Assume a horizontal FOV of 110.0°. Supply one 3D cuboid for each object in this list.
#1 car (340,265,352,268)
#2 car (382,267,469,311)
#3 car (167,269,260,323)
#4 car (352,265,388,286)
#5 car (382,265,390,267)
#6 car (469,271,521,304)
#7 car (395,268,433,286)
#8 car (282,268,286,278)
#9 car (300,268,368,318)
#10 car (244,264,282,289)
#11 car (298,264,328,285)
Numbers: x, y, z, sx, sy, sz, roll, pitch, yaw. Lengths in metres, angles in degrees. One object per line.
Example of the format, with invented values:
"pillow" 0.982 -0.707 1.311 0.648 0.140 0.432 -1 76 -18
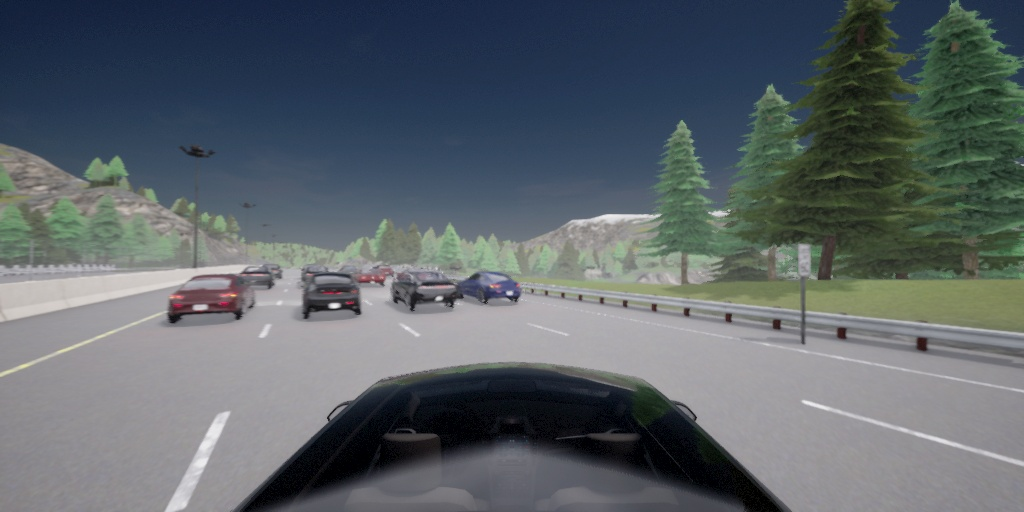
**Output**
"car" -17.656 1.705 38.908 1.994 1.385 4.181 1 -1 -30
"car" -3.921 1.405 15.495 2.128 1.511 4.902 1 -1 -30
"car" -10.297 1.354 12.548 1.812 1.442 4.674 1 -1 -30
"car" -11.192 1.634 27.906 1.895 1.301 4.718 1 -1 -30
"car" -14.603 1.710 40.617 1.812 1.442 4.674 1 -1 -30
"car" -1.235 1.487 17.847 1.812 1.442 4.674 1 -1 -30
"car" -8.172 1.679 29.673 1.895 1.301 4.718 1 -1 -30
"car" -23.753 1.558 35.471 1.837 1.490 4.892 1 0 -30
"car" -6.952 1.375 13.749 1.837 1.490 4.892 1 -1 -30
"car" -17.292 1.433 24.477 2.128 1.511 4.902 1 -1 -30
"car" -14.271 1.478 26.244 2.128 1.511 4.902 1 -1 -30
